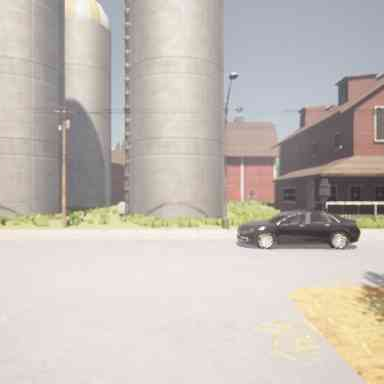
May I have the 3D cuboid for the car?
[{"bbox_3d":[4.319,1.506,13.760,4.892,1.490,1.837,0,0,0],"label":"car"}]
